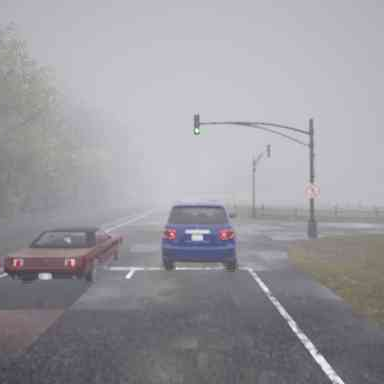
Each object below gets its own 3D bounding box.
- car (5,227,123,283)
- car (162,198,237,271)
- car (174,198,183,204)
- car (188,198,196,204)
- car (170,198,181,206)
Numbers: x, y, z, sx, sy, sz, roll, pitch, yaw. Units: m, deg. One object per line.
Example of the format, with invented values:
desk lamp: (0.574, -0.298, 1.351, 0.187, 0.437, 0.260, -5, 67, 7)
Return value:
car: (-3.398, 1.690, 9.940, 1.895, 1.301, 4.718, 0, -1, 0)
car: (0.365, 1.324, 11.480, 2.150, 2.045, 5.566, 0, -1, 5)
car: (-3.493, 2.274, 87.657, 2.128, 1.511, 4.902, 0, 0, 0)
car: (0.006, 2.275, 85.902, 2.033, 1.411, 5.357, 0, 0, 0)
car: (-3.490, 2.139, 71.589, 2.128, 1.511, 4.902, 0, 0, 0)
